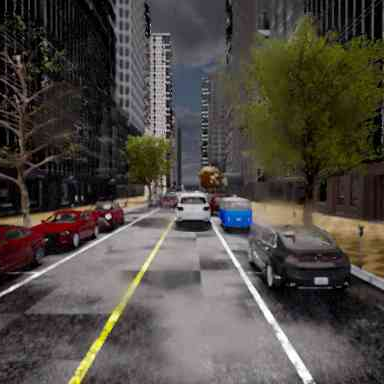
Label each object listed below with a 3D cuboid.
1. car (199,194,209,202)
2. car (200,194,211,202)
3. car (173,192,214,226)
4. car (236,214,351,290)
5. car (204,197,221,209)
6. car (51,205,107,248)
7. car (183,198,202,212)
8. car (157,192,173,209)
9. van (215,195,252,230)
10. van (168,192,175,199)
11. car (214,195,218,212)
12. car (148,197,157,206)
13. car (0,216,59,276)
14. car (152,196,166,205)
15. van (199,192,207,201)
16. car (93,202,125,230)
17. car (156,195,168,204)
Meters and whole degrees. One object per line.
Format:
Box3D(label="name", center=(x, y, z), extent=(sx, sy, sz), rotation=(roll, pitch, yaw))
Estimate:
Box3D(label="car", center=(2.553, 1.252, 70.895), extent=(1.887, 1.381, 4.507), rotation=(-1, 0, 0))
Box3D(label="car", center=(2.552, 1.170, 65.246), extent=(1.967, 1.590, 4.097), rotation=(-1, 0, 0))
Box3D(label="car", center=(0.084, 1.129, 22.367), extent=(2.150, 2.045, 5.566), rotation=(0, 1, 0))
Box3D(label="car", center=(2.554, 1.513, 8.760), extent=(2.008, 1.369, 4.403), rotation=(-1, 0, 0))
Box3D(label="car", center=(2.554, 1.366, 42.652), extent=(1.887, 1.381, 4.507), rotation=(-1, 0, 0))
Box3D(label="car", center=(-5.328, 1.483, 14.379), extent=(1.887, 1.381, 4.507), rotation=(-1, 0, 0))
Box3D(label="car", center=(0.072, 1.389, 37.774), extent=(2.033, 1.411, 5.357), rotation=(0, 0, 0))
Box3D(label="car", center=(-2.835, 1.175, 42.189), extent=(2.097, 1.767, 4.553), rotation=(0, 0, 0))
Box3D(label="van", center=(2.551, 1.255, 20.057), extent=(1.690, 1.788, 3.998), rotation=(-1, 0, 0))
Box3D(label="van", center=(-5.330, 0.980, 87.809), extent=(1.690, 1.788, 3.998), rotation=(-1, 0, 0))
Box3D(label="car", center=(2.550, 1.183, 31.354), extent=(2.192, 1.841, 5.009), rotation=(-1, 0, 0))
Box3D(label="car", center=(-5.326, 1.349, 48.269), extent=(2.008, 1.369, 4.403), rotation=(-1, 0, 0))
Box3D(label="car", center=(-5.325, 1.544, 8.729), extent=(1.802, 1.307, 4.206), rotation=(-1, 0, 0))
Box3D(label="car", center=(-5.326, 1.358, 53.918), extent=(1.802, 1.307, 4.206), rotation=(-1, 0, 0))
Box3D(label="van", center=(2.550, 1.025, 76.543), extent=(1.690, 1.788, 3.998), rotation=(-1, 0, 0))
Box3D(label="car", center=(-5.328, 1.355, 20.026), extent=(1.967, 1.590, 4.097), rotation=(-1, 0, 0))
Box3D(label="car", center=(-5.327, 1.298, 59.566), extent=(1.887, 1.381, 4.507), rotation=(-1, 0, 0))
